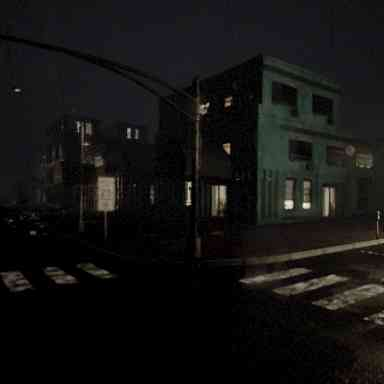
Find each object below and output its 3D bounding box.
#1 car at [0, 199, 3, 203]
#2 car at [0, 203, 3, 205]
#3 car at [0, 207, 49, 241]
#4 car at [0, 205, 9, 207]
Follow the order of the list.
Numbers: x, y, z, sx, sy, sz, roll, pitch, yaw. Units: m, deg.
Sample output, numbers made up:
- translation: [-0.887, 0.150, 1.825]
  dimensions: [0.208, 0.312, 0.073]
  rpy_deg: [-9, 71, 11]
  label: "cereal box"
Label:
- translation: [-22.013, 1.582, 36.582]
  dimensions: [2.192, 1.841, 5.009]
  rpy_deg: [1, -1, -35]
  label: "car"
- translation: [-15.007, 1.791, 26.551]
  dimensions: [1.802, 1.307, 4.206]
  rpy_deg: [1, -1, -35]
  label: "car"
- translation: [-8.761, 1.708, 17.543]
  dimensions: [2.008, 1.369, 4.403]
  rpy_deg: [1, -1, -35]
  label: "car"
- translation: [-11.884, 1.749, 22.048]
  dimensions: [1.947, 1.339, 4.313]
  rpy_deg: [1, -1, -35]
  label: "car"
